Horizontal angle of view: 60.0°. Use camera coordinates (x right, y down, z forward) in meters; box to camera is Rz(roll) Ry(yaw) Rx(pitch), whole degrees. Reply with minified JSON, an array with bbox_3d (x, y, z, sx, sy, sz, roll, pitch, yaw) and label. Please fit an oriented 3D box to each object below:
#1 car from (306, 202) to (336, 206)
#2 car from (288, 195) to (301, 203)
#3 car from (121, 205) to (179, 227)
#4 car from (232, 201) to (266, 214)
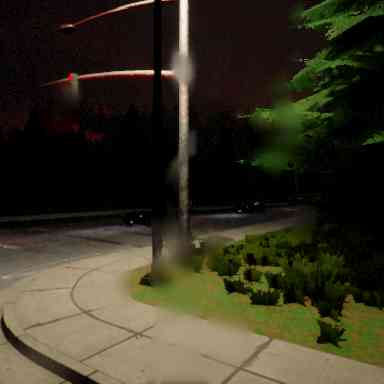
[{"bbox_3d":[16.399,1.190,42.910,2.150,2.045,5.566,0,0,36],"label":"car"},{"bbox_3d":[15.211,0.976,47.390,2.097,1.767,4.553,0,0,37],"label":"car"},{"bbox_3d":[-2.523,1.568,22.583,1.895,1.301,4.718,0,0,35],"label":"car"},{"bbox_3d":[6.038,1.568,34.885,1.895,1.301,4.718,0,0,35],"label":"car"}]
